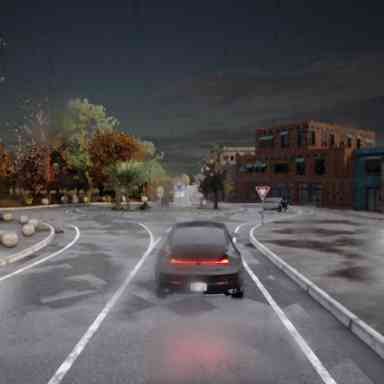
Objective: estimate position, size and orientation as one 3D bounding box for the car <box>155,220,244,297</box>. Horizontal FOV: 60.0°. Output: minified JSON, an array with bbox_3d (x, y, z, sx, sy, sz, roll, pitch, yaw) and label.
[{"bbox_3d":[0.198,1.492,8.521,1.837,1.490,4.892,0,0,2],"label":"car"}]

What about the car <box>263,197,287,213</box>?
[{"bbox_3d":[8.463,1.272,33.859,2.128,1.511,4.902,1,1,26],"label":"car"}]
